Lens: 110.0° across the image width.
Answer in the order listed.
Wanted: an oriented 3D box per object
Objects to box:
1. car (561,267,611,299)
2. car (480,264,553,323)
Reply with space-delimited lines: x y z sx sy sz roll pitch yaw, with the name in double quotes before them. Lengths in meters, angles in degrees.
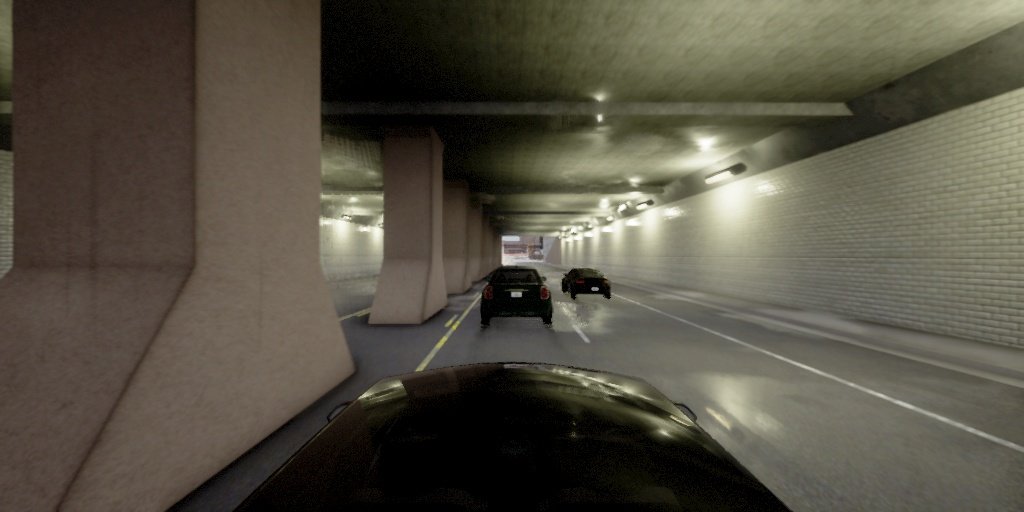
"car" 3.626 1.279 17.983 1.812 1.442 4.674 0 0 0
"car" 0.130 1.102 12.194 2.097 1.767 4.553 0 0 0
